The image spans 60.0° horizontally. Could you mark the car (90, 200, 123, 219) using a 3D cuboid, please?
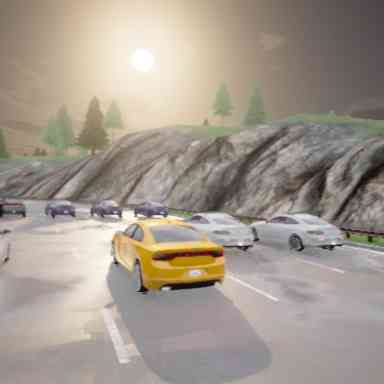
[{"bbox_3d":[-7.375,1.444,28.639,1.812,1.442,4.674,1,0,-32],"label":"car"}]

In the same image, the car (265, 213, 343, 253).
[{"bbox_3d":[4.308,1.642,14.453,1.812,1.442,4.674,1,0,-24],"label":"car"}]

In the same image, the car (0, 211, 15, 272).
[{"bbox_3d":[-5.841,1.430,8.537,1.812,1.442,4.674,1,0,-24],"label":"car"}]

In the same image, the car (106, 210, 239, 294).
[{"bbox_3d":[-0.909,1.480,9.033,1.882,1.535,5.008,1,0,-23],"label":"car"}]

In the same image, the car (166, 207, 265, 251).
[{"bbox_3d":[0.735,1.571,13.833,1.812,1.442,4.674,1,0,-25],"label":"car"}]

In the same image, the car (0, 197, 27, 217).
[{"bbox_3d":[-14.939,1.259,27.443,2.128,1.511,4.902,1,0,-34],"label":"car"}]

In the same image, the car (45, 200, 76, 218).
[{"bbox_3d":[-11.088,1.369,27.970,1.812,1.442,4.674,1,0,-32],"label":"car"}]

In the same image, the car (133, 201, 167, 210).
[{"bbox_3d":[-3.663,1.518,29.316,1.812,1.442,4.674,1,0,-32],"label":"car"}]
